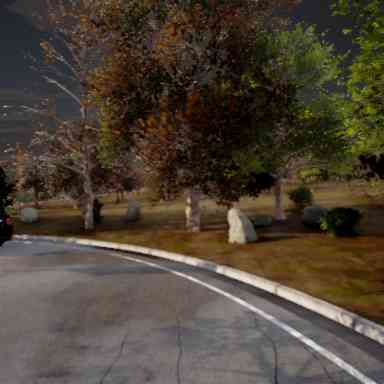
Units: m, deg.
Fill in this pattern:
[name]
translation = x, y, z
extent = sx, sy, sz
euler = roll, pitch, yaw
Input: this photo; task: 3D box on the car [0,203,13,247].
[car]
translation = -10.386, 1.440, 14.410
extent = 5.566, 2.045, 2.150
euler = -1, -1, 22
